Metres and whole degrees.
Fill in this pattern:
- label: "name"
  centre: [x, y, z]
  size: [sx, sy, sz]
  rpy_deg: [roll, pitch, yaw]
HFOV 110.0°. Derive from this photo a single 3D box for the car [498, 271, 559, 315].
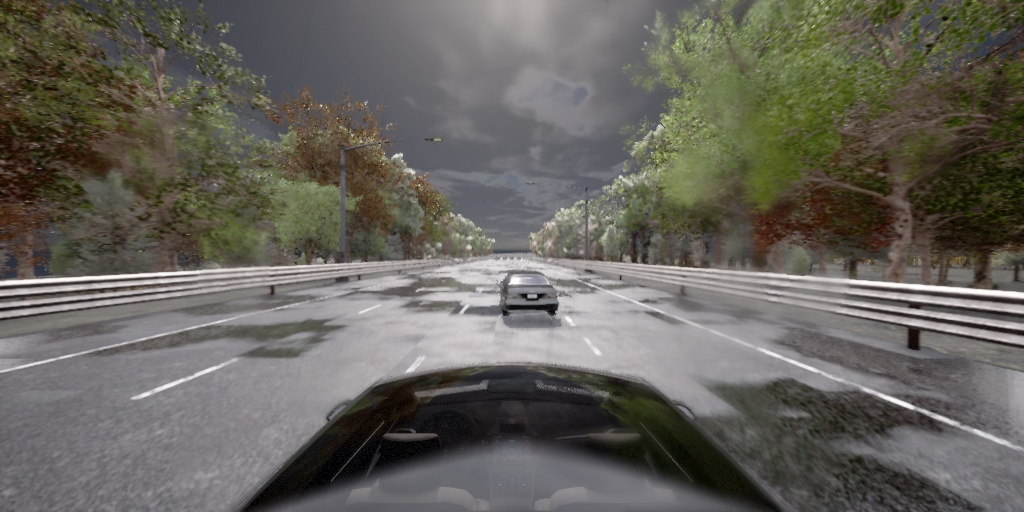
- label: "car"
  centre: [0.494, 1.263, 13.368]
  size: [2.033, 1.411, 5.357]
  rpy_deg: [0, 0, -3]
